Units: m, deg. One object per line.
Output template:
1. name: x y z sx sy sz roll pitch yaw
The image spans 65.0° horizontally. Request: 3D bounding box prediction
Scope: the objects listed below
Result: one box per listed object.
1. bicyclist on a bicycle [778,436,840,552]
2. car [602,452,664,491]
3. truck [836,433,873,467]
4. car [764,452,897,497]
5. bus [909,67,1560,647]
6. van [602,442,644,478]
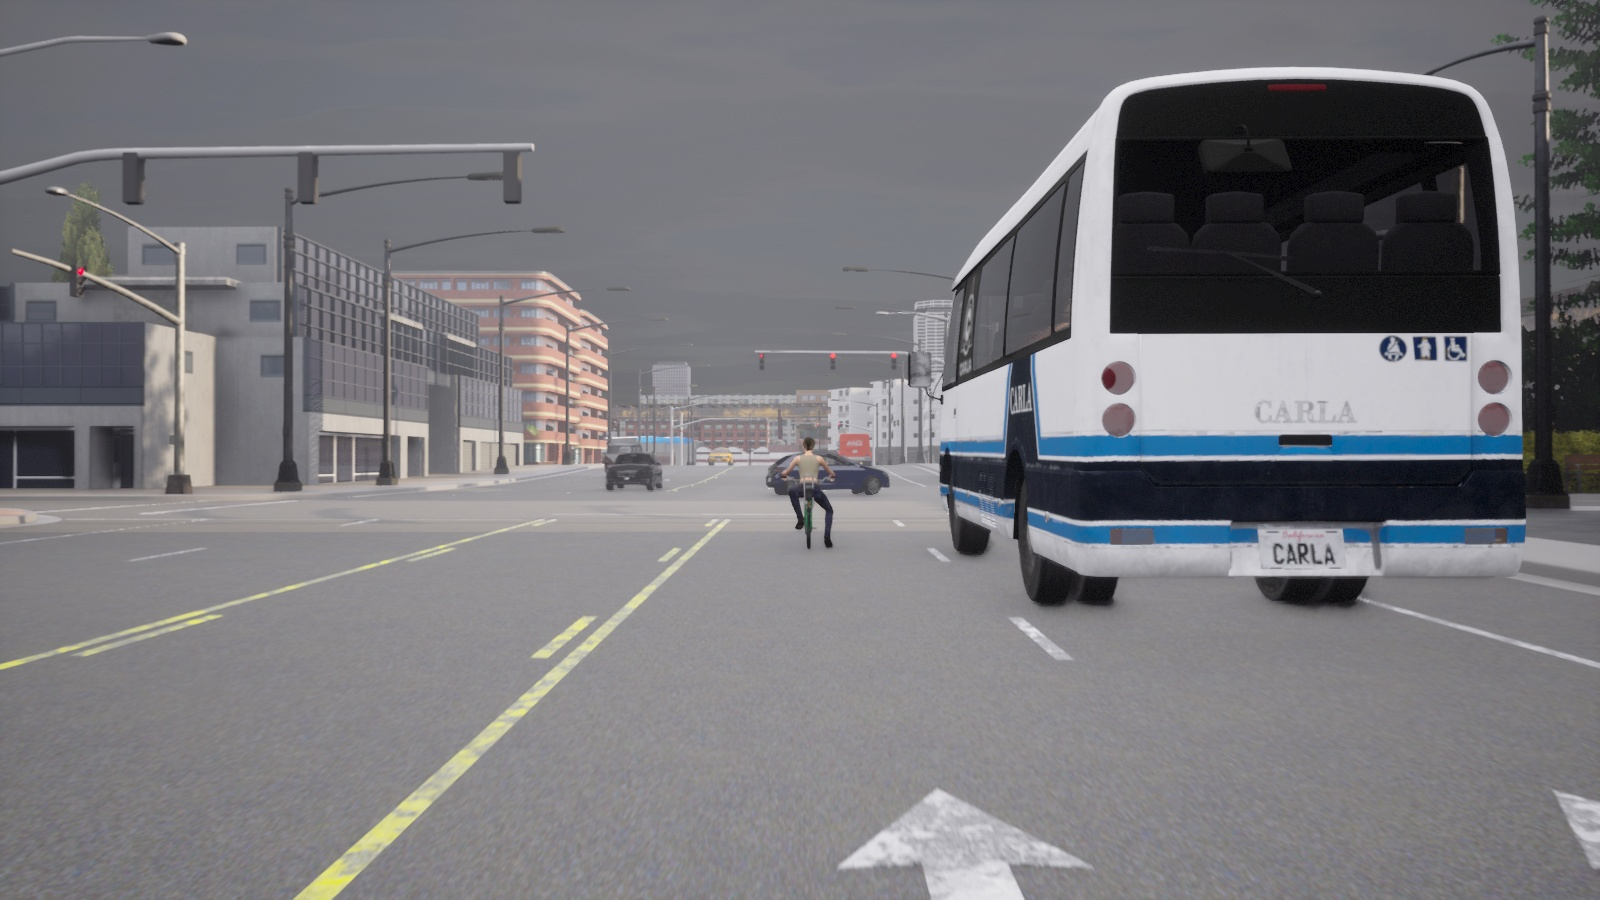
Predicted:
1. bicyclist on a bicycle: 0.125 0.616 18.323 0.866 1.612 1.509 0 0 0
2. car: -6.695 0.850 50.815 1.837 1.490 4.892 0 0 0
3. truck: 4.057 0.000 94.881 2.627 2.467 5.204 0 0 0
4. car: 1.038 0.816 42.863 4.193 1.474 1.816 0 0 -15
5. bus: 3.636 -0.689 14.363 3.944 4.253 10.273 0 0 0
6. van: -10.075 0.551 71.819 1.775 1.987 4.442 0 1 0
